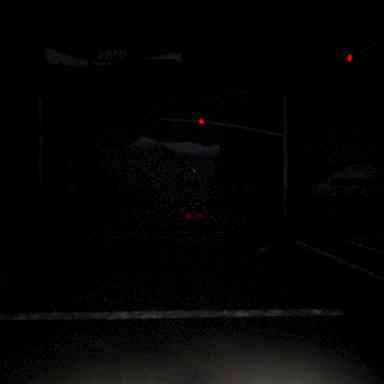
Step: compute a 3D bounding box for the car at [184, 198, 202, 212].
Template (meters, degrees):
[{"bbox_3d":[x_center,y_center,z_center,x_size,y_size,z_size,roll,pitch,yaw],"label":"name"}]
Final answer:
[{"bbox_3d":[0.142,1.433,37.247,2.128,1.511,4.902,0,0,0],"label":"car"}]
